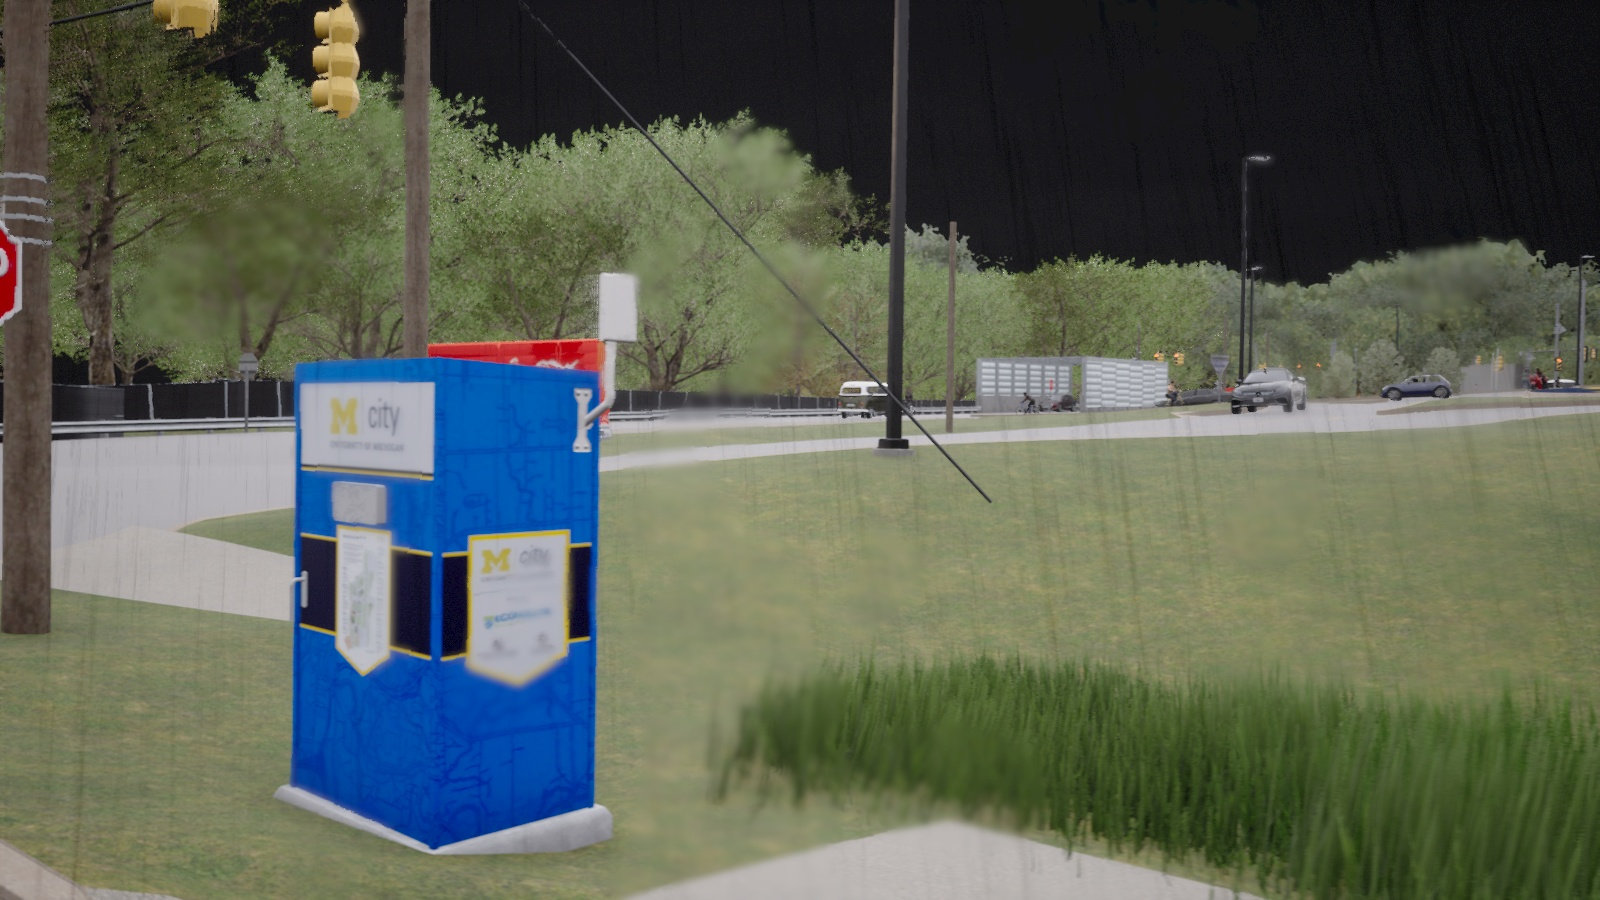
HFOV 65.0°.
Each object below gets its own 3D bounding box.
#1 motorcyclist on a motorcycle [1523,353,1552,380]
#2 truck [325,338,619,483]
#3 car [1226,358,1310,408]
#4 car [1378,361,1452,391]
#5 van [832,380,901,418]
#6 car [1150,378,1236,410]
[{"bbox_3d":[45.707,-5.168,77.845,2.044,1.523,0.797,-6,5,-36],"label":"motorcyclist on a motorcycle"},{"bbox_3d":[-6.469,-0.786,25.448,5.204,2.467,2.627,-4,1,-4],"label":"truck"},{"bbox_3d":[15.167,-2.189,40.529,1.812,1.442,4.674,-1,3,29],"label":"car"},{"bbox_3d":[36.687,-4.410,74.938,3.806,1.475,1.970,-3,2,30],"label":"car"},{"bbox_3d":[3.755,-2.859,70.086,2.069,2.038,4.480,1,3,28],"label":"van"},{"bbox_3d":[24.865,-3.530,79.405,4.892,1.490,1.837,-6,-1,24],"label":"car"}]
